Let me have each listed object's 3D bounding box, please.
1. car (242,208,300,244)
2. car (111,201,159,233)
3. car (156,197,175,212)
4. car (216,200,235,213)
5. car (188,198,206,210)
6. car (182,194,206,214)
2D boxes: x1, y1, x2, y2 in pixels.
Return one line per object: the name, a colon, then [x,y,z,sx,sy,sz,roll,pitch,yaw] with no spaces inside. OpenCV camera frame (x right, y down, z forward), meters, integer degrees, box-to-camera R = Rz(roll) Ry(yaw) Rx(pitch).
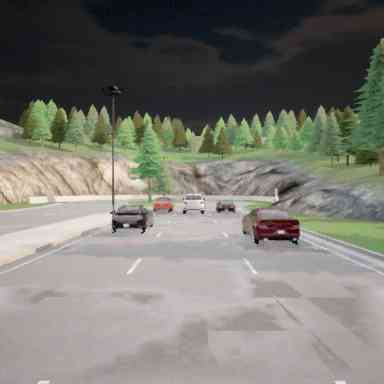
car: [3.611,1.477,15.941,1.882,1.535,5.008,0,0,0]
car: [-3.386,1.491,19.548,2.128,1.511,4.902,0,0,0]
car: [-3.225,1.352,38.658,2.097,1.767,4.553,0,0,2]
car: [3.708,1.600,37.358,1.895,1.301,4.718,0,0,1]
car: [0.688,1.563,44.592,1.994,1.385,4.181,0,0,6]
car: [0.167,1.220,35.246,2.150,2.045,5.566,0,0,0]
